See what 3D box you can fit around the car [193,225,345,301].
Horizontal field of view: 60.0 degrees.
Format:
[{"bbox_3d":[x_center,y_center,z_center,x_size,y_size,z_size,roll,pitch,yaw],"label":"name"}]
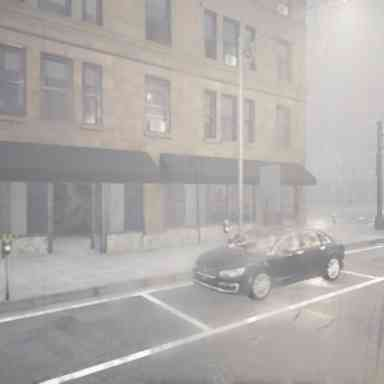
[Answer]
[{"bbox_3d":[2.041,1.546,8.214,4.403,1.369,2.008,0,0,-35],"label":"car"}]
